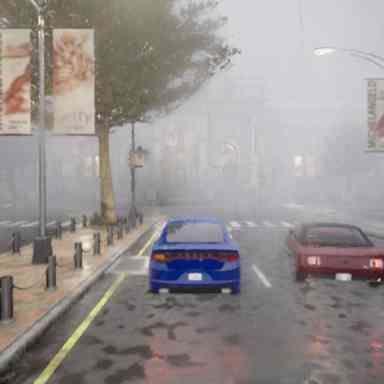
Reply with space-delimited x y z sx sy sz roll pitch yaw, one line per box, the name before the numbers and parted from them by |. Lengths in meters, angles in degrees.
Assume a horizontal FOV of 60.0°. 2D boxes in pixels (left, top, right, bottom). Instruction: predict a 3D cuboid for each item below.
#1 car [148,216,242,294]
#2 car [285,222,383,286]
car | 0.063 1.353 8.506 1.882 1.535 5.008 0 1 0
car | 3.669 1.467 9.138 1.895 1.301 4.718 0 1 13
